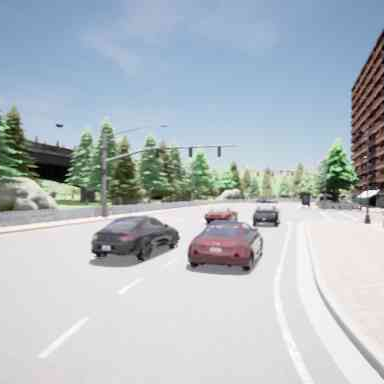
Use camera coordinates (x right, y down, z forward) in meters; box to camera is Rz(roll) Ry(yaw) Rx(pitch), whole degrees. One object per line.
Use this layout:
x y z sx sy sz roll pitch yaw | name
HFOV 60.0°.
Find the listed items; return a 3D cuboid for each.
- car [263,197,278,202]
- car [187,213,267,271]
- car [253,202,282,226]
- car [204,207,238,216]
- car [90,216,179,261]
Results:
21.959 2.584 91.365 1.895 1.301 4.718 0 -1 37 | car
1.308 1.679 11.592 1.994 1.385 4.181 0 0 18 | car
5.859 1.770 25.871 2.128 1.511 4.902 0 0 18 | car
2.463 1.860 26.753 1.895 1.301 4.718 0 0 18 | car
-2.007 1.624 12.713 1.812 1.442 4.674 0 0 18 | car
